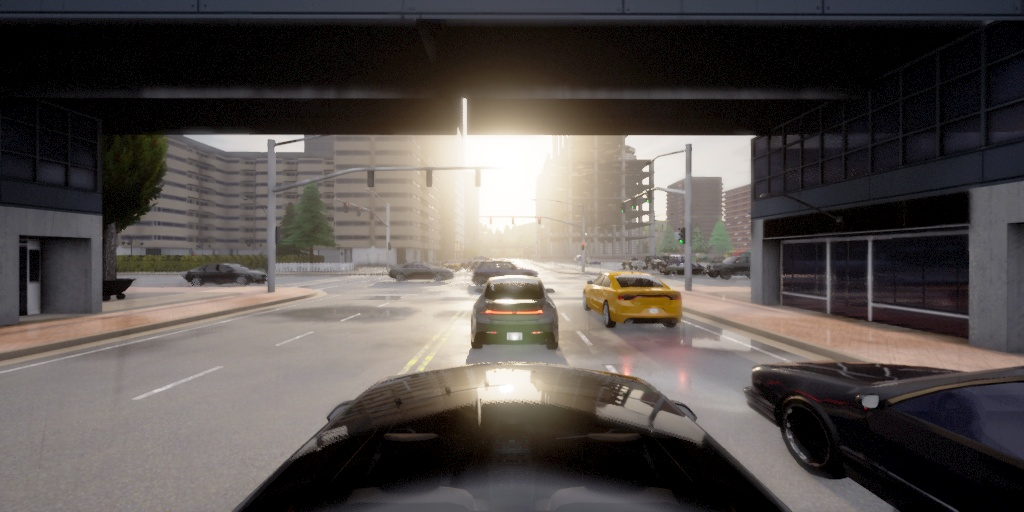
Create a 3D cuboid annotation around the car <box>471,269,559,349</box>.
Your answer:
[{"bbox_3d":[0.066,1.254,9.124,1.837,1.490,4.892,0,0,0],"label":"car"}]

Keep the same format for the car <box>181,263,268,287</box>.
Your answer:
[{"bbox_3d":[-18.853,1.252,23.944,4.892,1.490,1.837,0,0,0],"label":"car"}]

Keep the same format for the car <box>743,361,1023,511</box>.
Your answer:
[{"bbox_3d":[3.600,1.297,1.668,2.033,1.411,5.357,0,0,0],"label":"car"}]

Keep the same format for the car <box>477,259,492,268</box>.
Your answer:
[{"bbox_3d":[-4.553,1.233,60.280,2.128,1.511,4.902,0,0,0],"label":"car"}]

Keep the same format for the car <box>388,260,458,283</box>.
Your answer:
[{"bbox_3d":[-6.945,1.239,27.573,4.902,1.511,2.128,0,0,-1],"label":"car"}]

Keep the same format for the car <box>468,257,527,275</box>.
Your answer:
[{"bbox_3d":[-0.396,1.099,24.154,4.553,1.767,2.097,0,0,-1],"label":"car"}]

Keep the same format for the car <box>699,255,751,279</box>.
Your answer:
[{"bbox_3d":[19.903,0.967,31.357,5.566,2.045,2.150,0,0,1],"label":"car"}]

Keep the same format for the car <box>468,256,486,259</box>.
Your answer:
[{"bbox_3d":[-4.508,0.965,50.539,2.150,2.045,5.566,0,0,0],"label":"car"}]

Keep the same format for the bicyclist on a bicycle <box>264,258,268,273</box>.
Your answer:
[{"bbox_3d":[-25.997,1.046,38.388,0.582,1.620,1.656,0,0,0],"label":"bicyclist on a bicycle"}]

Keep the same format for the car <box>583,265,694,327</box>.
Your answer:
[{"bbox_3d":[3.578,1.226,11.495,1.882,1.535,5.008,0,0,0],"label":"car"}]

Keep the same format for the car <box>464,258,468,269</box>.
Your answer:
[{"bbox_3d":[-8.044,1.220,57.229,1.882,1.535,5.008,0,0,0],"label":"car"}]

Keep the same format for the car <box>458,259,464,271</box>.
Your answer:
[{"bbox_3d":[-7.992,1.221,47.657,1.882,1.535,5.008,0,0,0],"label":"car"}]

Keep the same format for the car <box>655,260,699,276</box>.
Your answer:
[{"bbox_3d":[16.890,1.346,34.896,4.718,1.301,1.895,0,0,0],"label":"car"}]
